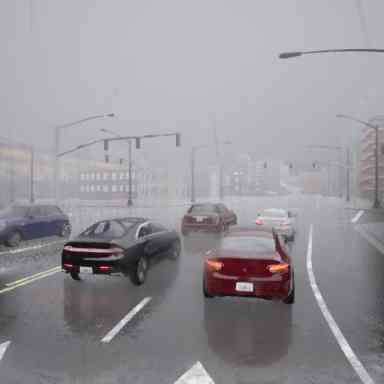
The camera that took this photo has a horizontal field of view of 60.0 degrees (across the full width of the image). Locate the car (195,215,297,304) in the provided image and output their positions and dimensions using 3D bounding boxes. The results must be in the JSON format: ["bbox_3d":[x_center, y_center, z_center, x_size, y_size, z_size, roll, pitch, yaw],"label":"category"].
[{"bbox_3d":[1.463,1.527,8.173,1.812,1.442,4.674,0,0,13],"label":"car"}]

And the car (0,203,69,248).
[{"bbox_3d":[-7.648,1.354,15.004,2.097,1.767,4.553,0,0,19],"label":"car"}]

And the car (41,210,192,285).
[{"bbox_3d":[-1.719,1.493,9.623,2.128,1.511,4.902,0,0,14],"label":"car"}]

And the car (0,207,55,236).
[{"bbox_3d":[-10.125,1.604,18.584,1.895,1.301,4.718,0,0,20],"label":"car"}]

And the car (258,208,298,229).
[{"bbox_3d":[4.211,1.529,16.604,1.812,1.442,4.674,0,0,20],"label":"car"}]

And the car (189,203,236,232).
[{"bbox_3d":[1.065,1.355,18.069,2.097,1.767,4.553,0,0,19],"label":"car"}]
